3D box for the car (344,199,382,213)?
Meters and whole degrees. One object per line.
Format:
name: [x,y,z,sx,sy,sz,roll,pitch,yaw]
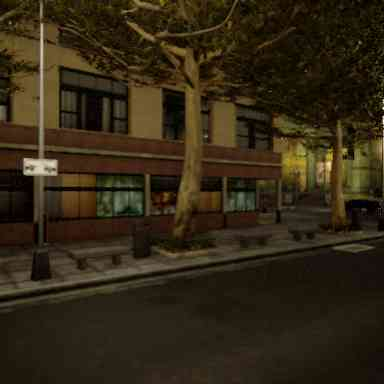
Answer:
car: [18.322,1.538,37.021,1.837,1.490,4.892,0,0,-35]
